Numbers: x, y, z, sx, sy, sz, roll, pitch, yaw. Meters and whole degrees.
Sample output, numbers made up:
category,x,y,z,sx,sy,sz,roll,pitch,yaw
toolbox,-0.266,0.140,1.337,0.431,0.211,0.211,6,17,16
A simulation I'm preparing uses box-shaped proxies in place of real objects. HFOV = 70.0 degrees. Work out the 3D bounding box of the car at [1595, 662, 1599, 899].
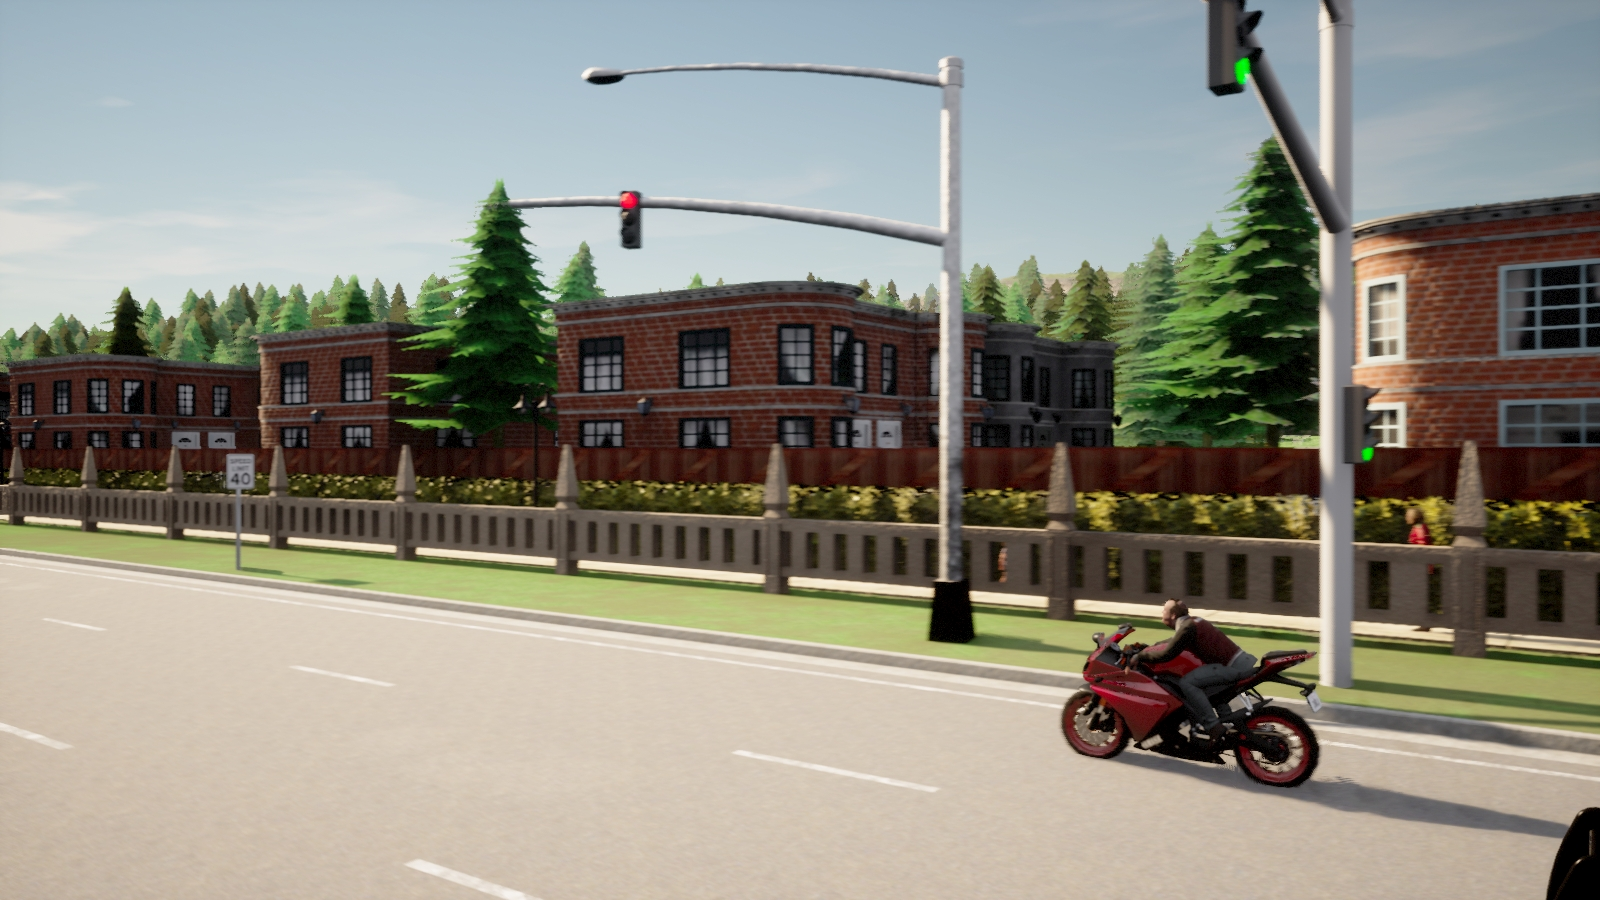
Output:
category,x,y,z,sx,sy,sz,roll,pitch,yaw
car,5.918,1.982,3.912,5.238,1.638,2.097,0,0,35

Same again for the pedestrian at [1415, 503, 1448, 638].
category,x,y,z,sx,sy,sz,roll,pitch,yaw
pedestrian,9.008,1.702,16.296,0.375,1.860,0.375,0,0,35

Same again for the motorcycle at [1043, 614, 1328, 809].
category,x,y,z,sx,sy,sz,roll,pitch,yaw
motorcycle,3.338,2.205,9.993,2.209,1.251,0.867,0,0,35
